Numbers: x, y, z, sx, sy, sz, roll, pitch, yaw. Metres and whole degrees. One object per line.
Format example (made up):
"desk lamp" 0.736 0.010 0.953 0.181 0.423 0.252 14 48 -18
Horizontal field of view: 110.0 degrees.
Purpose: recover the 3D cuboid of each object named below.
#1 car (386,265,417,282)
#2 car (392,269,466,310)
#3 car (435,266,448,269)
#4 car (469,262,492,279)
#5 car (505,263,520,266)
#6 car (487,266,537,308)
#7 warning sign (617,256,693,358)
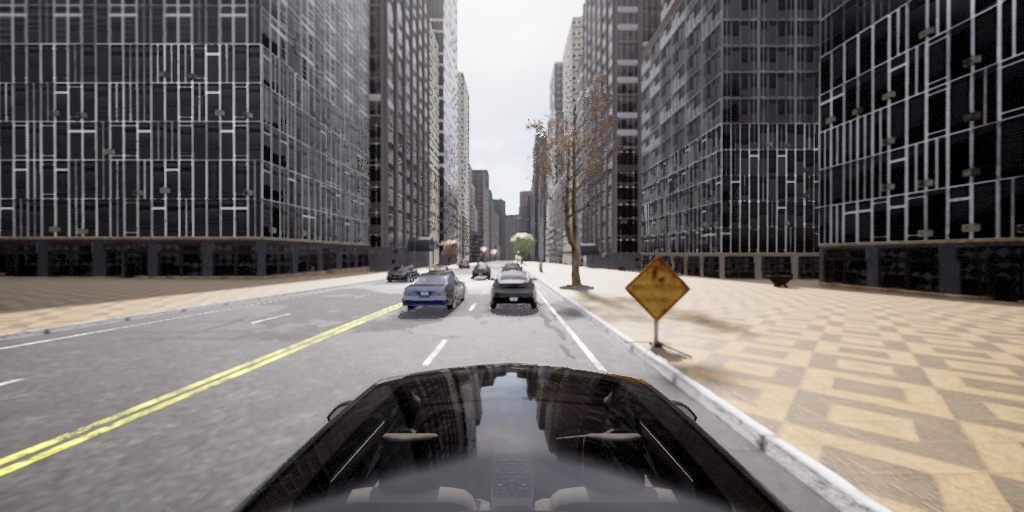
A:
"car" -9.907 1.580 32.737 1.837 1.490 4.892 0 -1 0
"car" -3.178 1.442 15.520 2.033 1.411 5.357 0 -1 0
"car" -6.657 1.641 33.025 1.994 1.385 4.181 0 -1 0
"car" -3.220 1.658 38.500 1.812 1.442 4.674 0 0 0
"car" 0.032 1.458 36.058 2.097 1.767 4.553 0 -1 0
"car" 0.068 1.407 16.156 1.837 1.490 4.892 0 0 0
"warning sign" 2.842 0.920 7.085 1.300 1.860 1.060 0 0 0
